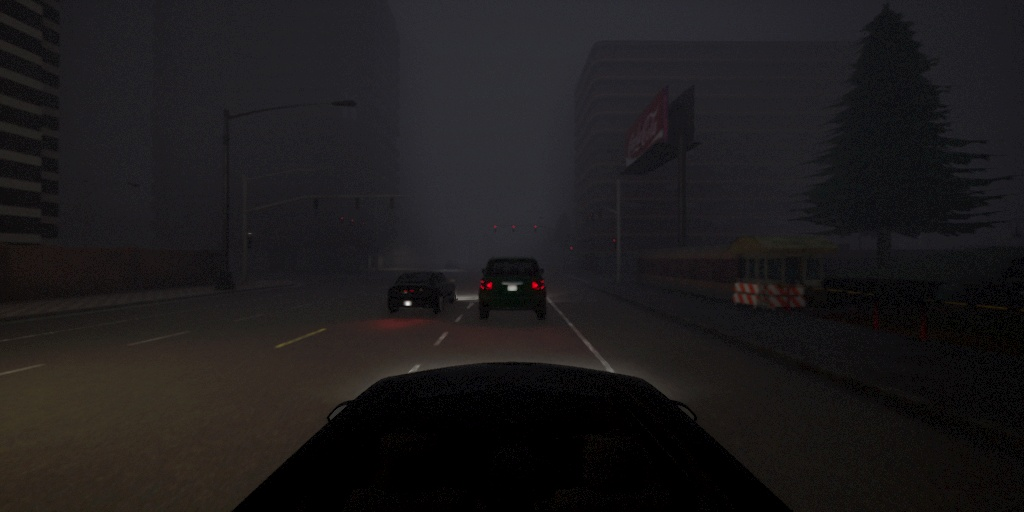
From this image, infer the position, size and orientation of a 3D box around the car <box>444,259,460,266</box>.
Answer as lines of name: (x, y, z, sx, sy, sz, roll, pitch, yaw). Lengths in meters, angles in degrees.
car: (-10.472, 1.455, 62.726, 2.097, 1.767, 4.553, 0, 0, 0)

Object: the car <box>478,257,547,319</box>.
car: (0.035, 1.039, 13.187, 2.150, 2.045, 5.566, 0, 0, 1)

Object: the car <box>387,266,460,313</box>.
car: (-3.450, 1.329, 14.376, 1.837, 1.490, 4.892, 0, 0, 1)
